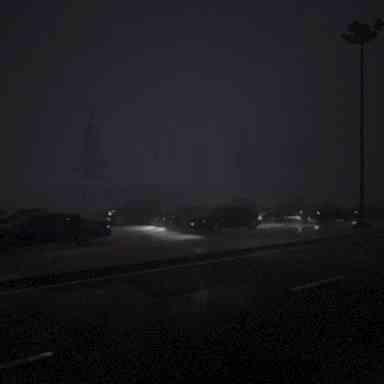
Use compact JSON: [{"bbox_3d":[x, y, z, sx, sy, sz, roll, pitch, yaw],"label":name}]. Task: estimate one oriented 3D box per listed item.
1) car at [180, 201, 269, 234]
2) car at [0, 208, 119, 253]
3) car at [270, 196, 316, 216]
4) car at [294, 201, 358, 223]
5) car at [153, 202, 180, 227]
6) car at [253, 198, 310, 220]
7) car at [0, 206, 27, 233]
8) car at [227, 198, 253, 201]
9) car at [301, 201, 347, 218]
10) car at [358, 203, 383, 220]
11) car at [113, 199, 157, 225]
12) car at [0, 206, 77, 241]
[{"bbox_3d":[2.004,1.500,19.481,4.892,1.490,1.837,0,0,-35],"label":"car"},{"bbox_3d":[-6.081,1.538,13.772,5.357,1.411,2.033,0,0,-35],"label":"car"},{"bbox_3d":[10.316,1.357,33.833,4.553,1.767,2.097,0,0,-35],"label":"car"},{"bbox_3d":[10.276,1.601,25.335,4.718,1.301,1.895,0,0,-35],"label":"car"},{"bbox_3d":[-0.142,1.557,22.255,4.181,1.385,1.994,0,0,-35],"label":"car"},{"bbox_3d":[7.766,1.490,27.846,4.902,1.511,2.128,0,0,-35],"label":"car"},{"bbox_3d":[-11.601,1.548,18.434,4.181,1.385,1.994,0,0,-36],"label":"car"},{"bbox_3d":[3.826,1.345,29.350,4.553,1.767,2.097,0,0,-35],"label":"car"},{"bbox_3d":[12.313,1.572,30.959,4.181,1.385,1.994,0,0,-35],"label":"car"},{"bbox_3d":[14.311,1.646,28.085,4.718,1.301,1.895,0,0,-35],"label":"car"},{"bbox_3d":[-4.234,1.340,23.647,4.553,1.767,2.097,0,0,-35],"label":"car"},{"bbox_3d":[-8.334,1.513,16.461,4.674,1.442,1.812,0,0,-35],"label":"car"}]
